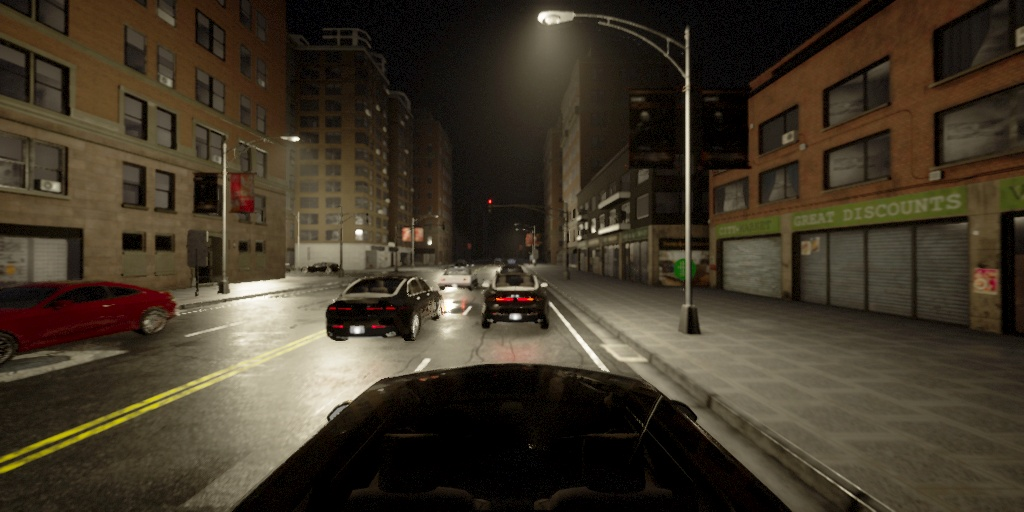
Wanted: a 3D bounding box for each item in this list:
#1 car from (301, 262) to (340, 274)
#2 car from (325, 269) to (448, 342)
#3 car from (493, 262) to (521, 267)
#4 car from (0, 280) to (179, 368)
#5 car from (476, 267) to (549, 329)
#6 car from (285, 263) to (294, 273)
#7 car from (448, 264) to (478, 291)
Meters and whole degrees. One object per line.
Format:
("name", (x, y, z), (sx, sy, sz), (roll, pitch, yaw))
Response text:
("car", (-22.176, 1.344, 41.768), (4.313, 1.339, 1.948), (0, 0, 0))
("car", (-3.155, 1.255, 9.727), (1.837, 1.490, 4.892), (0, 0, 0))
("car", (-0.011, 1.275, 21.330), (1.812, 1.442, 4.674), (0, 0, 0))
("car", (-9.851, 1.276, 7.704), (1.812, 1.442, 4.674), (0, 0, 0))
("car", (0.092, 1.254, 11.282), (1.837, 1.490, 4.892), (0, 0, 0))
("car", (-27.838, 1.330, 41.790), (4.403, 1.370, 2.007), (0, 0, 0))
("car", (-3.164, 1.351, 21.980), (1.895, 1.301, 4.718), (0, 0, 0))
